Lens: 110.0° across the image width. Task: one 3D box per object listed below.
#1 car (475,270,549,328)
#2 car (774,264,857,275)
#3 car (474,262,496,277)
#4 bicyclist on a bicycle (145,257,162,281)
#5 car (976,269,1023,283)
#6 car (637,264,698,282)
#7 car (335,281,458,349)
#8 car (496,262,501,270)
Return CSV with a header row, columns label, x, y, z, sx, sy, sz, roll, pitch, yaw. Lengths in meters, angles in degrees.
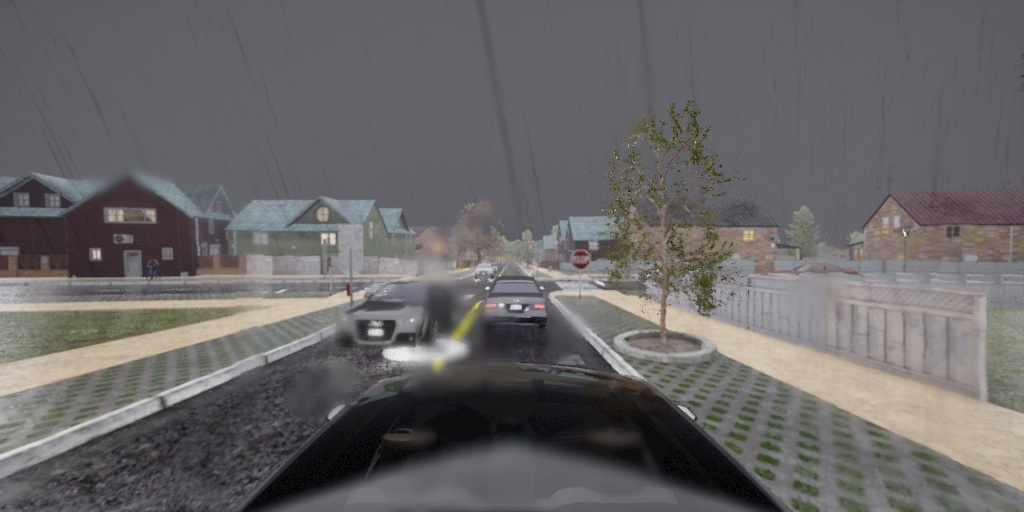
label,x,y,z,sx,sy,sz,roll,pitch,yaw
car,0.095,1.345,11.530,2.033,1.411,5.357,0,0,0
car,21.770,1.321,25.877,5.008,1.535,1.882,0,3,6
car,-2.830,1.480,37.117,1.812,1.442,4.674,0,0,-2
bicyclist on a bicycle,-24.896,0.886,24.903,0.582,1.620,1.656,0,3,-16
car,34.502,1.532,23.891,4.718,1.301,1.895,1,3,13
car,11.660,1.337,26.542,4.674,1.442,1.812,0,3,2
car,-2.649,1.349,9.171,1.994,1.385,4.181,0,0,2
car,-2.871,1.632,47.048,1.895,1.301,4.718,0,0,0
